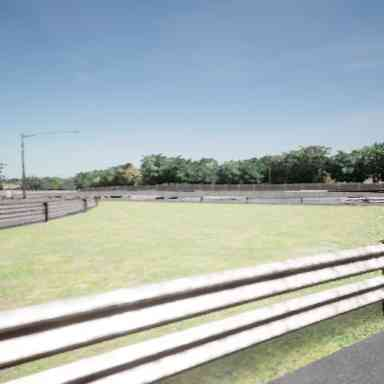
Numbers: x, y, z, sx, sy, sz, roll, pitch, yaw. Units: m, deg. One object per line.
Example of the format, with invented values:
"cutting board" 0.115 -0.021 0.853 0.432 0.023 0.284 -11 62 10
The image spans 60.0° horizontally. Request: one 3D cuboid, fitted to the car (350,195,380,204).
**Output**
"car" 30.103 1.233 58.037 4.674 1.442 1.812 0 2 32
